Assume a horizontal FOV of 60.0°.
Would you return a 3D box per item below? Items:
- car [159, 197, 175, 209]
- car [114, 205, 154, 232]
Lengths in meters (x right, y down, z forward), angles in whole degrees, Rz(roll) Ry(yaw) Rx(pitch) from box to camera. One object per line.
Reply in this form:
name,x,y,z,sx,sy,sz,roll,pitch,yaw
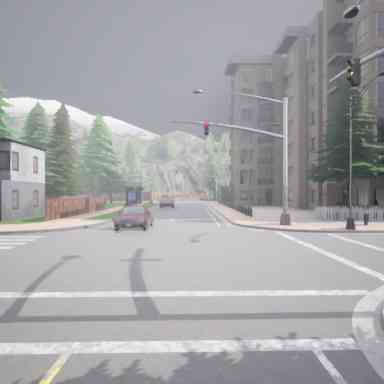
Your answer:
car,-3.367,1.471,45.616,1.882,1.535,5.008,0,0,0
car,-3.439,1.530,20.382,1.812,1.442,4.674,0,0,0
